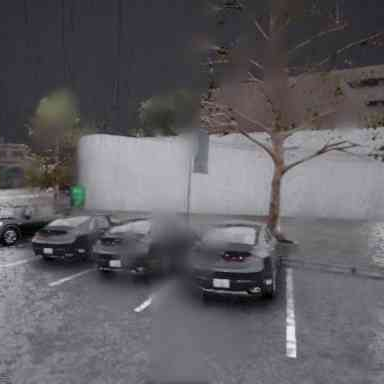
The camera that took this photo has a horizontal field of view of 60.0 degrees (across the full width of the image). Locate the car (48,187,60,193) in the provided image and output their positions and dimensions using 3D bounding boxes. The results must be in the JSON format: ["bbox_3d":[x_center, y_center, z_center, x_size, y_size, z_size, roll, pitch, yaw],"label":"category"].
[{"bbox_3d":[-34.945,-0.640,80.977,4.674,1.452,2.002,2,5,38],"label":"car"}]

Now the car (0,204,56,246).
[{"bbox_3d":[-8.174,1.405,15.756,2.185,1.767,4.553,0,-1,19],"label":"car"}]

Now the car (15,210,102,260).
[{"bbox_3d":[-3.514,1.507,12.116,2.231,1.521,4.892,0,-1,18],"label":"car"}]

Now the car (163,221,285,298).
[{"bbox_3d":[1.238,1.490,8.594,2.231,1.521,4.892,0,-1,17],"label":"car"}]

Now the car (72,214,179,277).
[{"bbox_3d":[-1.147,1.498,10.346,2.231,1.521,4.892,0,-1,17],"label":"car"}]
